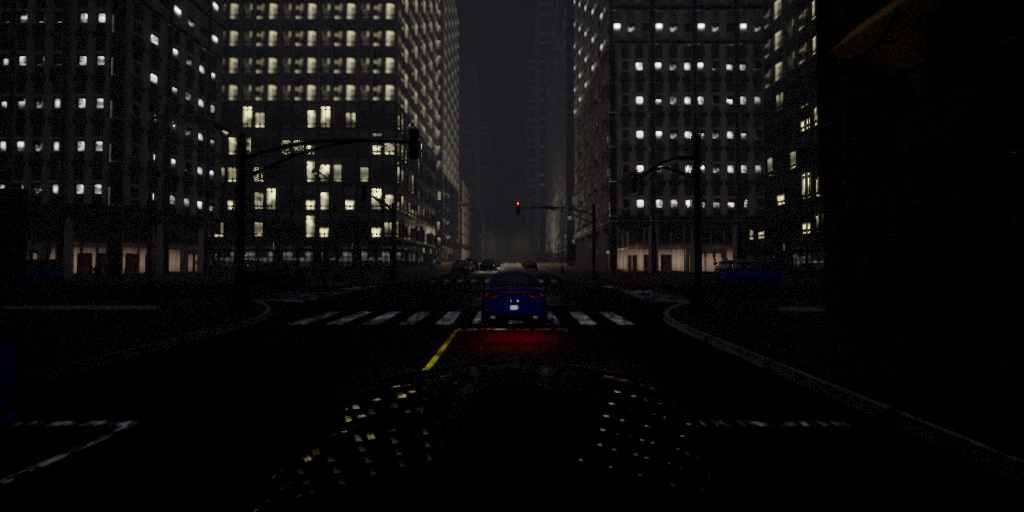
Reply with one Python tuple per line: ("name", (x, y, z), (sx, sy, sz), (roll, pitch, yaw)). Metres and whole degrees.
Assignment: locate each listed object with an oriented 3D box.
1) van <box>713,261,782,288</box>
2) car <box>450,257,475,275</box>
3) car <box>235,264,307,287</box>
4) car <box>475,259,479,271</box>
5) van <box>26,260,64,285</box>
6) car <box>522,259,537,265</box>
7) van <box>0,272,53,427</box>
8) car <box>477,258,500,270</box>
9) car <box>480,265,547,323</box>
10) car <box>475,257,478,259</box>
("van", (15.994, 1.209, 24.418), (3.998, 1.789, 1.690), (0, 0, 0))
("car", (-5.669, 1.198, 39.940), (1.967, 1.591, 4.097), (0, 0, 0))
("car", (-16.480, 1.252, 24.510), (4.097, 1.591, 1.967), (0, 0, 0))
("car", (-5.666, 1.342, 45.515), (1.802, 1.307, 4.207), (0, 0, 0))
("van", (-33.425, 1.129, 24.557), (3.998, 1.789, 1.690), (0, 0, 0))
("car", (2.718, 1.344, 51.148), (1.802, 1.307, 4.207), (0, 0, 0))
("van", (-5.827, 1.091, 1.874), (1.690, 1.789, 3.998), (0, 0, 0))
("car", (-3.058, 1.113, 47.943), (2.097, 1.767, 4.553), (0, 0, 0))
("car", (0.073, 1.230, 12.164), (1.882, 1.535, 5.008), (0, 0, 0))
("car", (-5.663, 1.076, 51.091), (2.192, 1.841, 5.009), (0, 0, 0))
